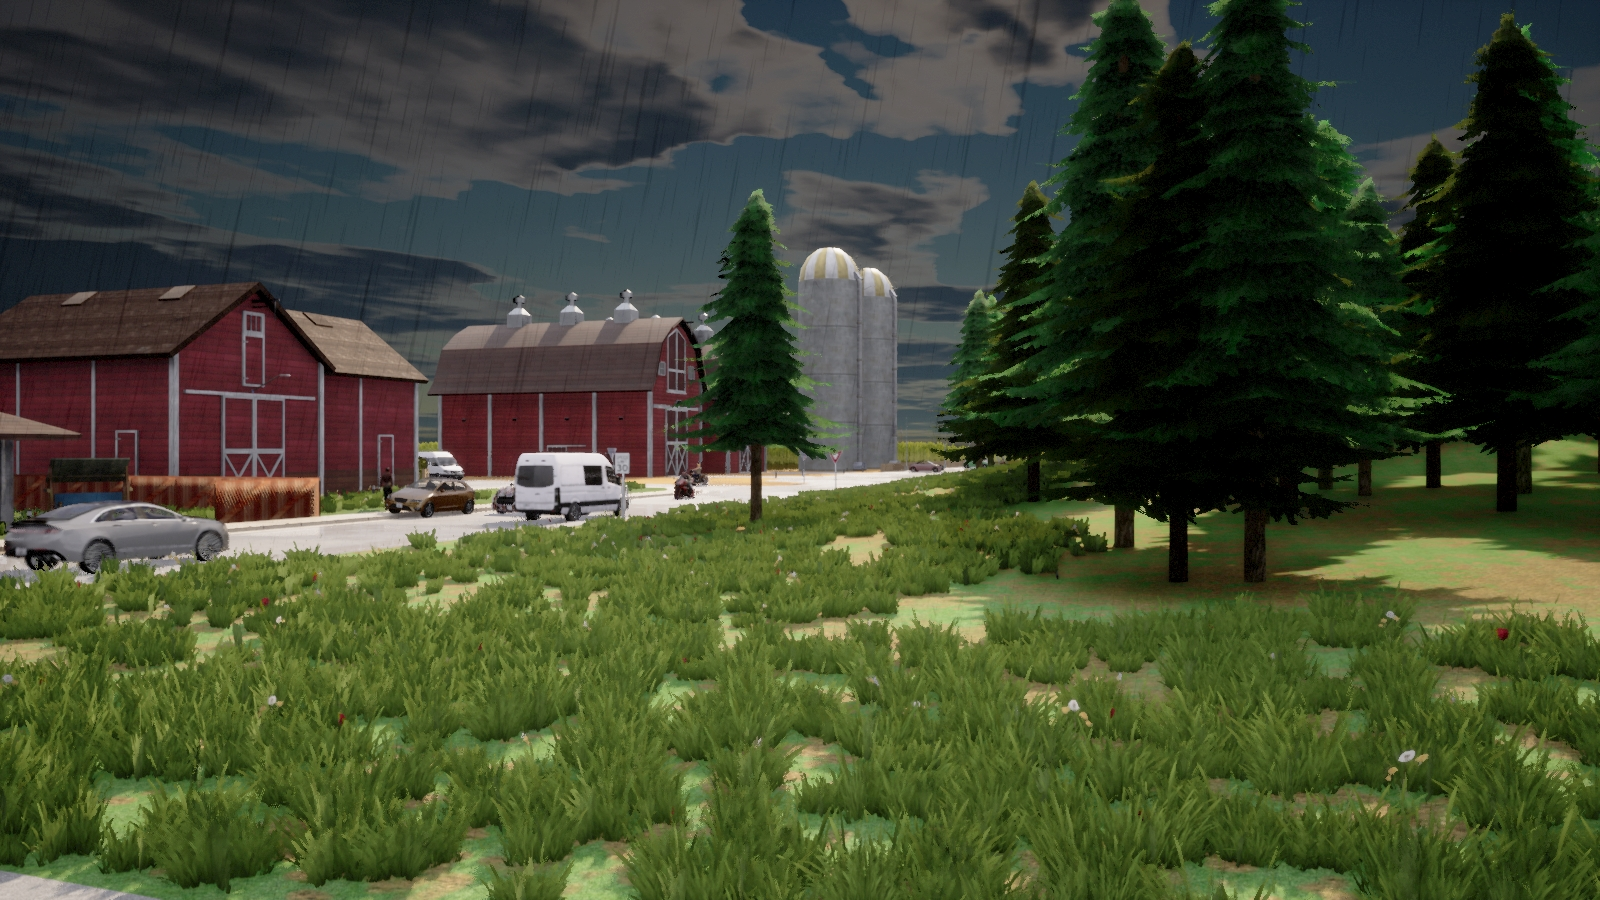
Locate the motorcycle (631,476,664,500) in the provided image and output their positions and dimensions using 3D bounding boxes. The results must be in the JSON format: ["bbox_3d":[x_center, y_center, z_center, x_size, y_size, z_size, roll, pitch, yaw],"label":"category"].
[{"bbox_3d":[-8.283,2.065,62.242,0.867,1.251,2.209,0,0,20],"label":"motorcycle"}]

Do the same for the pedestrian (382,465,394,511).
[{"bbox_3d":[-16.959,1.555,47.020,0.375,1.860,0.375,0,0,-4],"label":"pedestrian"}]

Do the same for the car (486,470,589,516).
[{"bbox_3d":[-11.016,1.766,48.314,2.097,1.767,4.553,0,0,20],"label":"car"}]

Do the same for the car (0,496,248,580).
[{"bbox_3d":[-15.373,1.907,26.056,2.128,1.511,4.902,0,0,20],"label":"car"}]

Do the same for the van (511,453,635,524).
[{"bbox_3d":[-8.700,1.395,44.453,1.988,2.561,5.915,0,0,20],"label":"van"}]
